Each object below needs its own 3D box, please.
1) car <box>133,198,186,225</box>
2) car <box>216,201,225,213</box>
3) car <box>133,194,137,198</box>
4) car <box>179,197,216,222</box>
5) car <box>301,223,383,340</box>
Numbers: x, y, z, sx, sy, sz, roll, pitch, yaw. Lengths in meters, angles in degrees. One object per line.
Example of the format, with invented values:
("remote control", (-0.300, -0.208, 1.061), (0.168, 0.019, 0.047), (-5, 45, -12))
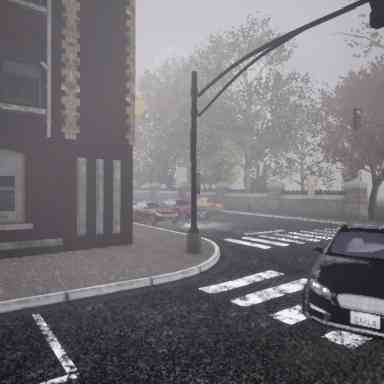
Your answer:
("car", (-2.474, 1.257, 21.042), (1.802, 1.307, 4.206), (2, 0, -36))
("car", (0.979, 1.129, 30.571), (1.752, 1.417, 4.829), (1, 0, -36))
("car", (-8.651, 0.864, 43.897), (2.008, 1.369, 4.403), (1, 0, -36))
("car", (-0.727, 1.199, 23.022), (1.812, 1.442, 4.674), (0, 1, -36))
("car", (3.616, 1.449, 6.627), (2.128, 1.511, 4.902), (2, 1, 31))
